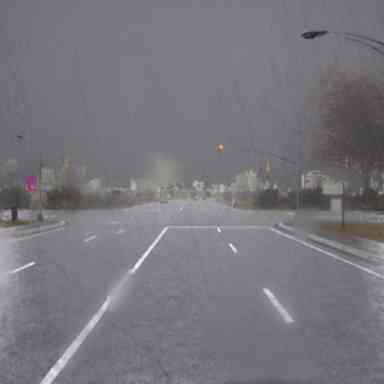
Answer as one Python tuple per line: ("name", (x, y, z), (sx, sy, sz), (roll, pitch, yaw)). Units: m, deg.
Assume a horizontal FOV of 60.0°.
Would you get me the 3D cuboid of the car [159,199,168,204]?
("car", (-6.980, 2.333, 82.573), (1.994, 1.385, 4.181), (0, -1, 0))
